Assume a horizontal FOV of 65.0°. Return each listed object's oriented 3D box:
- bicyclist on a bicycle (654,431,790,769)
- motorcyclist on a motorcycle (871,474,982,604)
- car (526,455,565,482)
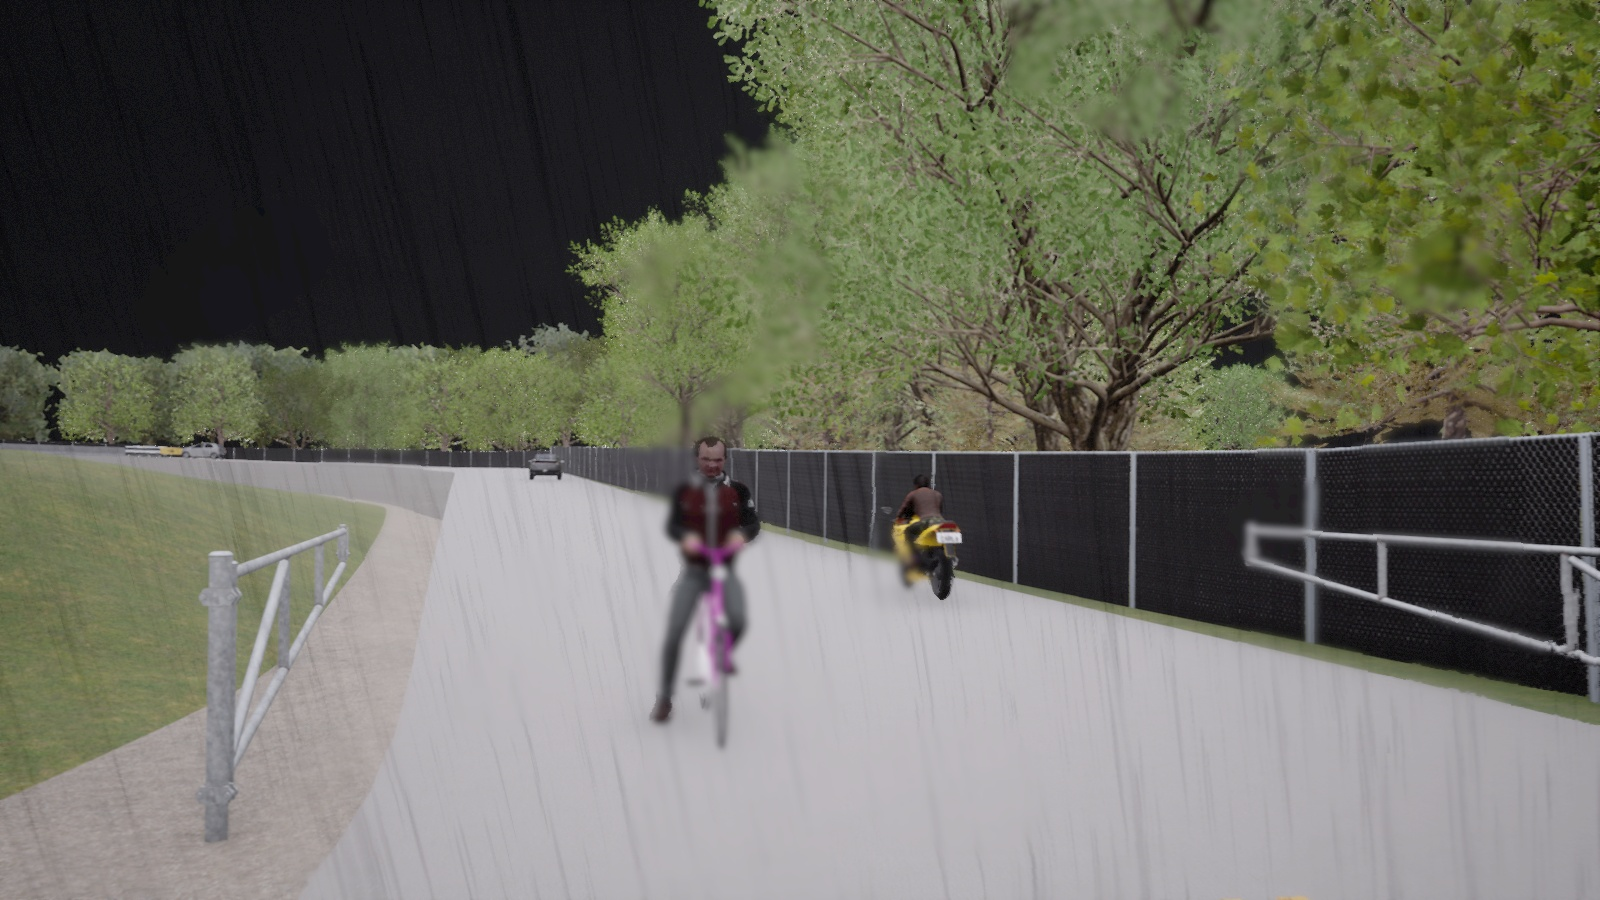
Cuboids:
[{"bbox_3d":[-0.518,0.809,7.575,0.659,1.776,1.843,0,-1,-8],"label":"bicyclist on a bicycle"},{"bbox_3d":[1.555,1.060,15.798,0.797,1.523,2.044,0,-1,-12],"label":"motorcyclist on a motorcycle"},{"bbox_3d":[-14.978,1.081,74.059,2.128,1.511,4.902,0,0,-10],"label":"car"}]
